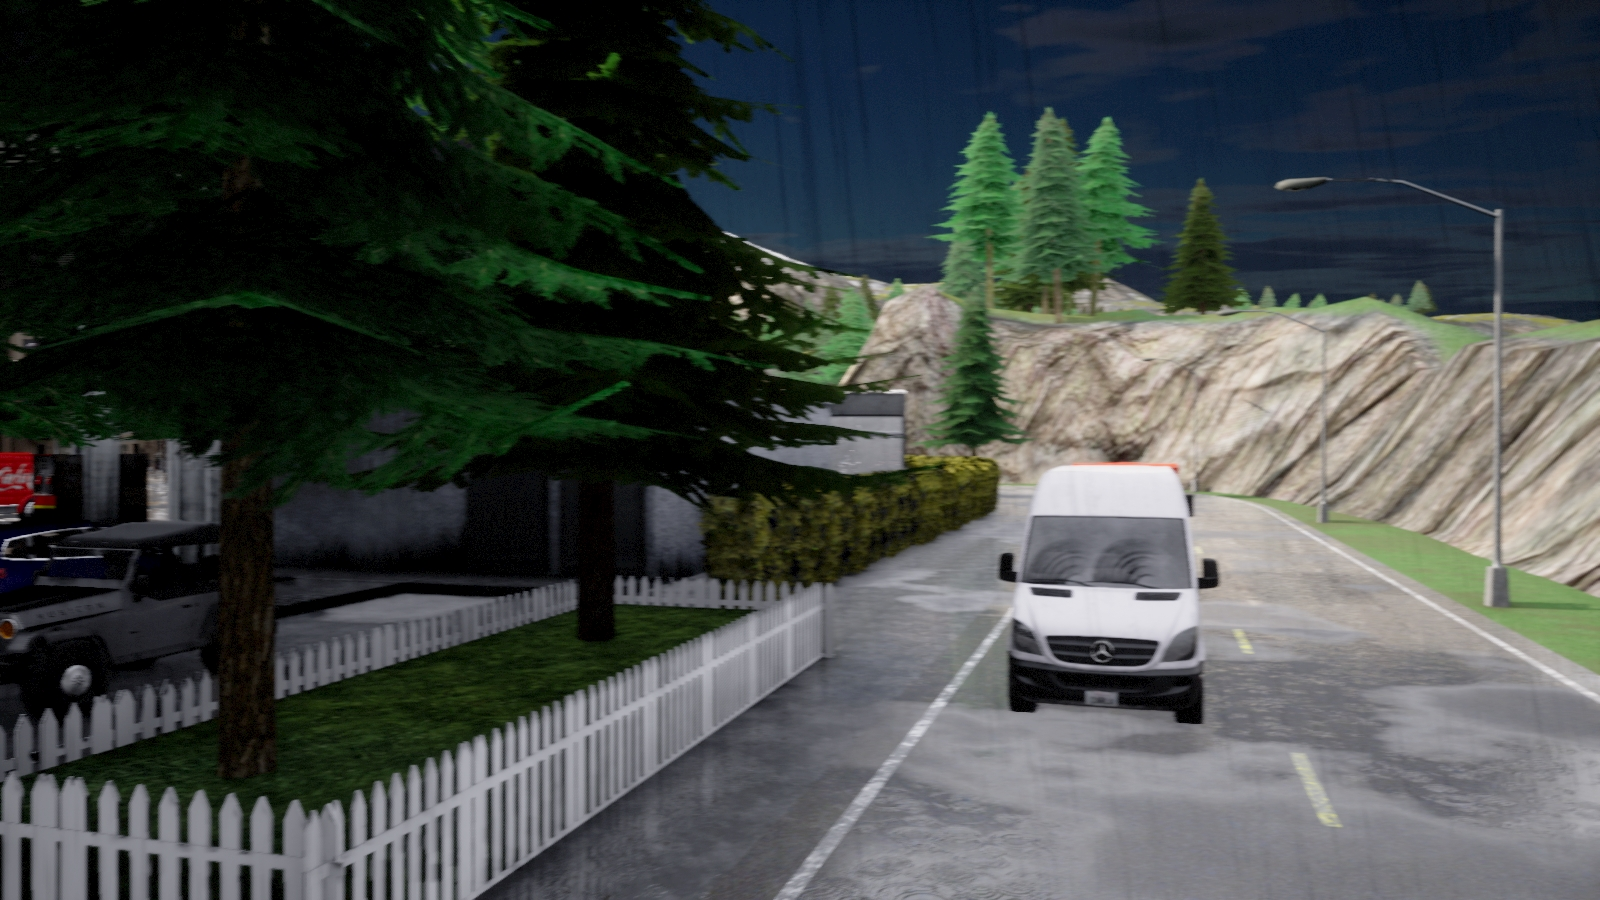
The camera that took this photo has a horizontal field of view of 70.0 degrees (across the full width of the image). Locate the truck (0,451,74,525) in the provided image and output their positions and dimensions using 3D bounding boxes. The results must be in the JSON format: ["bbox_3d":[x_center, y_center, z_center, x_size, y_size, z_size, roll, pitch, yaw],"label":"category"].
[{"bbox_3d":[-27.925,1.272,38.663,2.627,2.467,5.204,0,0,17],"label":"truck"}]

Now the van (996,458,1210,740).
[{"bbox_3d":[3.745,1.421,13.821,1.988,2.561,5.915,0,0,17],"label":"van"}]
